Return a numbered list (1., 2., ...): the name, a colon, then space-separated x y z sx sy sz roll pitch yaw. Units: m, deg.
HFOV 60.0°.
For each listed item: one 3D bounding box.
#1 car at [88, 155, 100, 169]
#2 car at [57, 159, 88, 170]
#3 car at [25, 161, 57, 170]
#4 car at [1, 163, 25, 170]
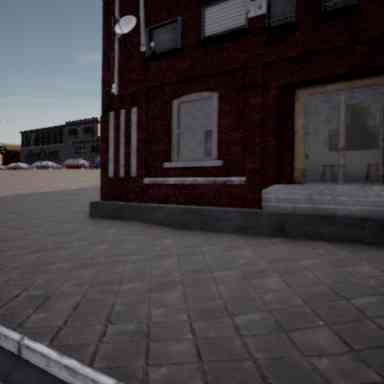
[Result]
1. car: -8.930 -3.307 39.186 5.566 2.045 2.435 2 1 25
2. car: -14.031 -3.318 41.526 4.553 1.767 2.185 1 1 26
3. car: -19.112 -3.306 43.969 4.892 1.521 2.231 1 1 27
4. car: -23.944 -3.360 46.427 4.674 1.452 2.002 1 1 28
